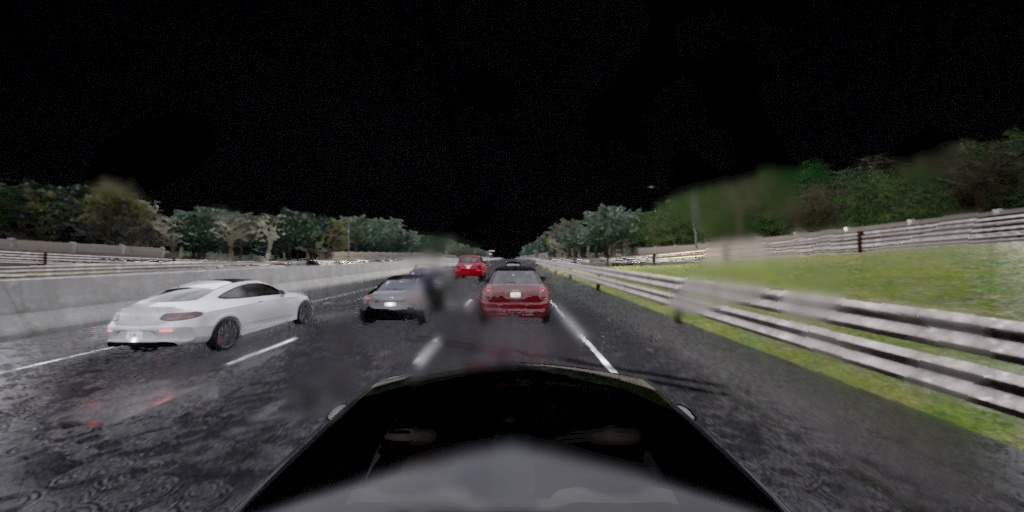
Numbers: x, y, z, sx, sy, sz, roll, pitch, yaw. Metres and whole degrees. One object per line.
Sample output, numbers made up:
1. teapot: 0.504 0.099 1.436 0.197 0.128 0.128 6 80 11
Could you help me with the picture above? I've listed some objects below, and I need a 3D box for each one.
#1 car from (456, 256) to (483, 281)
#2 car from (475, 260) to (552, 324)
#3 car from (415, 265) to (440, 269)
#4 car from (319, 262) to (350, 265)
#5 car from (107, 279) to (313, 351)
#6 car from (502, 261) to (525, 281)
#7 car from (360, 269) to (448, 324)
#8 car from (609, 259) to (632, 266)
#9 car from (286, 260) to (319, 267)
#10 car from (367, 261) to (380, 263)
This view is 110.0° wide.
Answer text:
1. car: -3.401 0.980 30.492 2.150 2.045 5.566 0 0 0
2. car: 0.100 1.108 12.175 2.097 1.767 4.553 0 0 0
3. car: -6.901 1.359 29.564 1.895 1.301 4.718 0 0 0
4. car: -21.086 1.355 43.810 1.895 1.301 4.718 0 0 0
5. car: -6.899 1.280 8.859 1.812 1.442 4.674 0 0 0
6. car: 0.099 1.263 31.263 1.837 1.490 4.892 0 0 0
7. car: -3.400 1.320 12.021 1.994 1.385 4.181 0 0 0
8. car: 17.495 1.019 58.085 1.994 1.385 4.181 0 -2 -17
9. car: -24.586 1.260 42.302 1.837 1.490 4.892 0 0 0
10. car: -17.581 1.317 45.539 1.994 1.385 4.181 0 0 0
